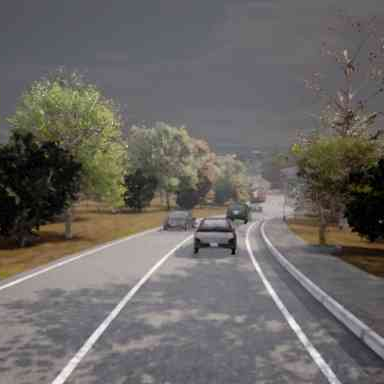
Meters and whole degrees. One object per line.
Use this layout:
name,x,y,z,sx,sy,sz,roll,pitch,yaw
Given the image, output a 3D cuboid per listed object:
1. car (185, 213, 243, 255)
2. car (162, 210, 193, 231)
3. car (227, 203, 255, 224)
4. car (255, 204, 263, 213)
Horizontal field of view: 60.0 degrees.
car,1.175,1.965,15.774,2.128,1.511,4.902,0,-2,7
car,-0.900,2.215,26.184,1.837,1.490,4.892,0,-2,12
car,5.035,2.246,35.239,2.150,2.045,5.566,1,-1,16
car,12.493,3.204,65.063,2.097,1.767,4.553,1,-1,23
